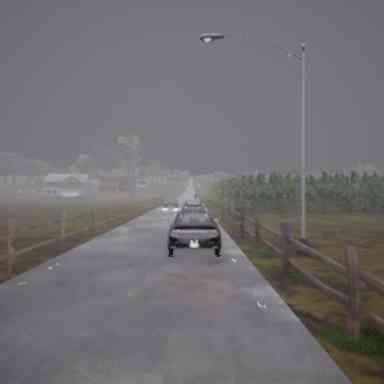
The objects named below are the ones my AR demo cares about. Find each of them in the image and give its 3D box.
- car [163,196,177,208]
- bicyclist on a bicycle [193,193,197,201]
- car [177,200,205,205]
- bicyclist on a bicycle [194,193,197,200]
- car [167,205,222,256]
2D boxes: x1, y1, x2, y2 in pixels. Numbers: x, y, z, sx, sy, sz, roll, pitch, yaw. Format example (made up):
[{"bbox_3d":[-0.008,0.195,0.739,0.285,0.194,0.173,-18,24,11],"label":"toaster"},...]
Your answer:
[{"bbox_3d":[-2.847,1.381,45.151,1.837,1.490,4.892,0,0,0],"label":"car"},{"bbox_3d":[0.731,1.127,75.064,0.866,1.612,1.509,0,1,0],"label":"bicyclist on a bicycle"},{"bbox_3d":[0.079,1.419,28.393,2.128,1.511,4.902,0,0,0],"label":"car"},{"bbox_3d":[0.738,1.128,66.061,0.659,1.776,1.843,0,1,0],"label":"bicyclist on a bicycle"},{"bbox_3d":[0.082,1.461,12.950,2.128,1.511,4.902,0,0,0],"label":"car"}]
